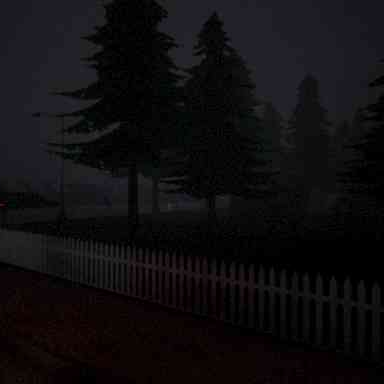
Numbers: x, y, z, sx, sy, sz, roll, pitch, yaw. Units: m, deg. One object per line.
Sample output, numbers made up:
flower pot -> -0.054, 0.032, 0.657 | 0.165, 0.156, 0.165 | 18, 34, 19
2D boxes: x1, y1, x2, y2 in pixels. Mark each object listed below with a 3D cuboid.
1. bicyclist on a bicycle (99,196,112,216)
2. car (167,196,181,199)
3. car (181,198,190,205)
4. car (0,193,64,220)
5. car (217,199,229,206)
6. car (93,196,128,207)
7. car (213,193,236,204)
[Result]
bicyclist on a bicycle -> -7.200, 1.167, 27.869 | 1.656, 1.620, 0.582 | 0, 0, 34
car -> -2.651, 0.742, 60.127 | 2.097, 1.767, 4.553 | 0, 0, 34
car -> 0.908, 1.294, 52.824 | 1.882, 1.535, 5.008 | 0, 0, 35
car -> -13.025, 1.062, 26.426 | 2.150, 2.045, 5.566 | 1, 0, 37
car -> 3.733, 1.386, 50.755 | 2.033, 1.411, 5.357 | 0, 0, 35
car -> -11.418, 1.320, 47.413 | 2.033, 1.411, 5.357 | 0, 0, 34
car -> 5.913, 1.167, 60.276 | 2.097, 1.767, 4.553 | 0, 0, 34
